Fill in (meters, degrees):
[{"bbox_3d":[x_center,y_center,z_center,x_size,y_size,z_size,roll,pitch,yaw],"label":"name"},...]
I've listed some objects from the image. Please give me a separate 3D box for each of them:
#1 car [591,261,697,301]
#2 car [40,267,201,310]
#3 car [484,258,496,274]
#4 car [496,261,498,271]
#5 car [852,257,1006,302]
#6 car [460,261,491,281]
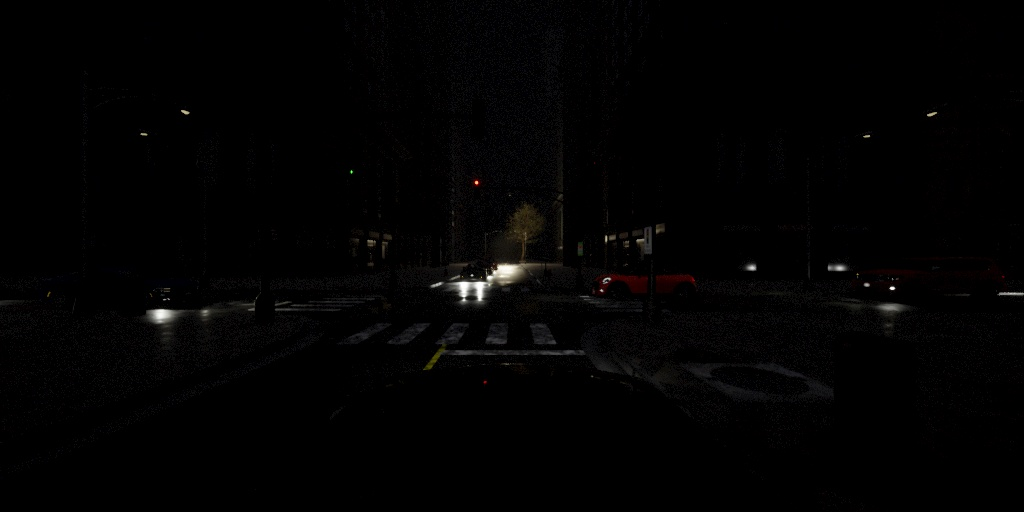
[{"bbox_3d":[6.140,1.124,17.012,4.553,1.767,2.097,0,0,0],"label":"car"},{"bbox_3d":[-14.903,1.176,13.820,5.008,1.535,1.882,0,0,2],"label":"car"},{"bbox_3d":[-3.077,1.232,38.676,1.882,1.535,5.008,0,0,0],"label":"car"},{"bbox_3d":[-3.059,1.116,48.670,2.097,1.767,4.553,0,0,0],"label":"car"},{"bbox_3d":[19.602,1.038,16.996,5.566,2.045,2.150,1,0,0],"label":"car"},{"bbox_3d":[-3.082,1.314,29.605,1.994,1.385,4.181,0,0,0],"label":"car"}]
